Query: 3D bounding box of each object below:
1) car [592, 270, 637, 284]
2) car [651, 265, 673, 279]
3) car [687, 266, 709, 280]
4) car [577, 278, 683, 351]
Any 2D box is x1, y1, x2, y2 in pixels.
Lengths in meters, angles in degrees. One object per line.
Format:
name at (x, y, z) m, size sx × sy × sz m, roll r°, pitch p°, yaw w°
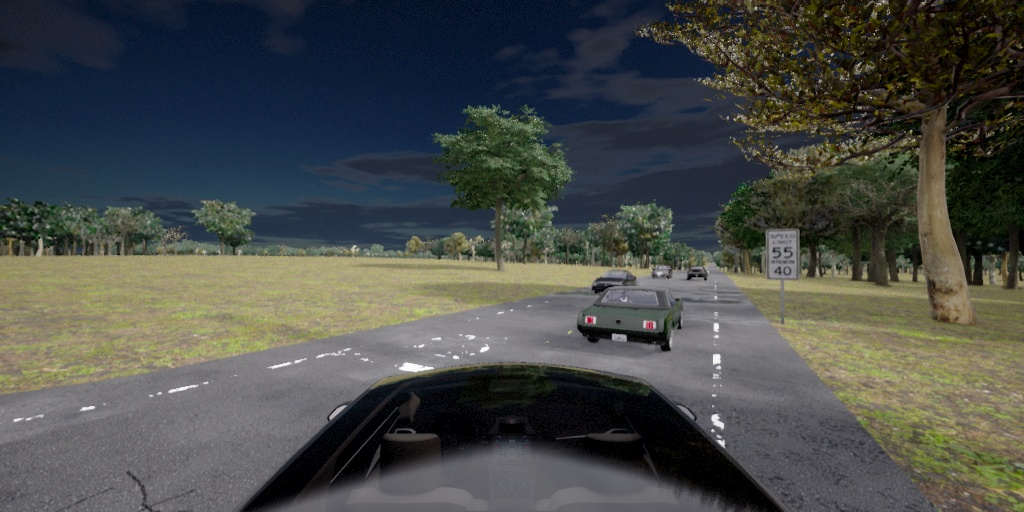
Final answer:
car at (6.530, 1.581, 22.321) m, size 2.033 × 1.411 × 5.357 m, roll 0°, pitch -1°, yaw 30°
car at (17.181, 1.832, 40.930) m, size 2.128 × 1.511 × 4.902 m, roll 0°, pitch -1°, yaw 30°
car at (20.188, 1.829, 38.970) m, size 1.837 × 1.490 × 4.892 m, roll 0°, pitch -1°, yaw 30°
car at (3.333, 1.444, 9.383) m, size 1.895 × 1.301 × 4.718 m, roll 0°, pitch -1°, yaw 30°
